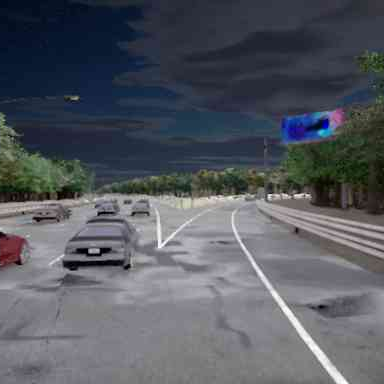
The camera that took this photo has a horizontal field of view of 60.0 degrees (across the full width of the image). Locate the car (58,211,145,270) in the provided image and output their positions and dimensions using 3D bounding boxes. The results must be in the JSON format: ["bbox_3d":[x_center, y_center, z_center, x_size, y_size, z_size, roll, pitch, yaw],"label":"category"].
[{"bbox_3d":[-2.829,1.603,11.232,2.033,1.411,5.357,0,0,-6],"label":"car"}]

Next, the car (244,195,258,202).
[{"bbox_3d":[14.441,1.670,82.904,1.994,1.385,4.181,0,0,23],"label":"car"}]

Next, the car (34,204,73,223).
[{"bbox_3d":[-11.403,1.715,27.467,2.033,1.411,5.357,0,0,-6],"label":"car"}]

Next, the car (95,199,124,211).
[{"bbox_3d":[-8.667,1.759,34.804,2.033,1.411,5.357,0,0,-7],"label":"car"}]

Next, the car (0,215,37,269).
[{"bbox_3d":[-6.007,1.578,8.841,1.812,1.442,4.674,0,0,-6],"label":"car"}]

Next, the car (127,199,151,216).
[{"bbox_3d":[-5.320,1.751,34.888,2.033,1.411,5.357,0,0,-7],"label":"car"}]

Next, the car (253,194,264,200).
[{"bbox_3d":[18.395,1.469,91.827,1.837,1.490,4.892,0,0,28],"label":"car"}]

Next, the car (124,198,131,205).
[{"bbox_3d":[-14.730,2.144,76.630,1.812,1.442,4.674,0,-1,-10],"label":"car"}]
